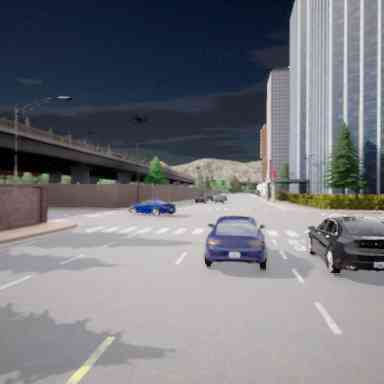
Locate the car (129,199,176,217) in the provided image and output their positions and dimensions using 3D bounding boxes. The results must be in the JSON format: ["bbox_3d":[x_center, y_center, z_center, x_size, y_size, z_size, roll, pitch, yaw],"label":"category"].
[{"bbox_3d":[-3.819,1.442,31.564,5.008,1.535,1.882,0,-1,38],"label":"car"}]

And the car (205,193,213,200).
[{"bbox_3d":[3.931,1.150,78.442,2.150,2.045,5.566,0,0,8],"label":"car"}]

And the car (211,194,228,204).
[{"bbox_3d":[5.171,1.453,62.570,1.837,1.490,4.892,0,0,9],"label":"car"}]

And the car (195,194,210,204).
[{"bbox_3d":[1.704,1.533,63.034,1.895,1.301,4.718,0,0,9],"label":"car"}]

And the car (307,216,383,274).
[{"bbox_3d":[4.903,1.515,10.407,1.837,1.490,4.892,0,0,8],"label":"car"}]

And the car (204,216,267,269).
[{"bbox_3d":[1.477,1.519,11.176,1.812,1.442,4.674,0,0,8],"label":"car"}]

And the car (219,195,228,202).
[{"bbox_3d":[7.361,1.441,77.713,1.837,1.490,4.892,0,0,8],"label":"car"}]
